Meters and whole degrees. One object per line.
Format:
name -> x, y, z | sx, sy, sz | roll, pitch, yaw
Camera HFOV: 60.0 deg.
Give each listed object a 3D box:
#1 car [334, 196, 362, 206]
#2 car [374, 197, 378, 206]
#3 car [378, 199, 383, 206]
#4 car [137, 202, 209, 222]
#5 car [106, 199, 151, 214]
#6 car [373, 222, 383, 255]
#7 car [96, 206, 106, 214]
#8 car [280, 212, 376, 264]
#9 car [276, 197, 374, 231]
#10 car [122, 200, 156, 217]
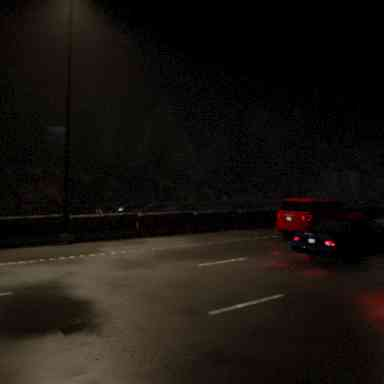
car -> 26.993, 1.577, 57.555 | 4.902, 1.511, 2.128 | -1, 0, -35
car -> 29.029, 1.575, 54.715 | 4.902, 1.511, 2.128 | -1, 0, -35
car -> 31.839, 1.578, 52.419 | 4.892, 1.490, 1.837 | -1, 1, -35
car -> -1.024, 1.671, 24.757 | 5.357, 1.411, 2.033 | 1, 0, -35
car -> -5.051, 1.477, 30.482 | 4.553, 1.767, 2.097 | 1, 0, -35
car -> 7.046, 1.580, 8.774 | 5.008, 1.535, 1.882 | 0, 0, -35
car -> -7.142, 1.630, 33.290 | 4.892, 1.490, 1.837 | 0, 0, -35
car -> 5.926, 1.658, 12.271 | 5.357, 1.411, 2.033 | 1, 0, -35
car -> 6.742, 1.357, 17.141 | 5.566, 2.045, 2.150 | 0, 0, -35
car -> -3.054, 1.650, 27.608 | 4.674, 1.442, 1.812 | 1, 0, -35
